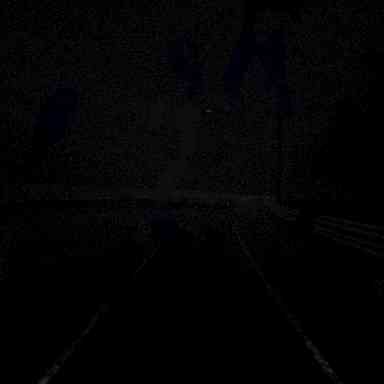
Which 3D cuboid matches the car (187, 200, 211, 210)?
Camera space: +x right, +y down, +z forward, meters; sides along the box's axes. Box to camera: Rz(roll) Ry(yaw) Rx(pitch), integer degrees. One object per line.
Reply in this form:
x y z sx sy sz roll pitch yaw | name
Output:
1.282 1.793 46.660 1.895 1.301 4.718 1 0 18 | car

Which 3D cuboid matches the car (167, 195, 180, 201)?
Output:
-5.275 1.666 94.733 2.097 1.767 4.553 1 0 18 | car

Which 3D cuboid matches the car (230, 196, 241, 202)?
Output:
11.860 1.992 90.857 2.128 1.511 4.902 1 0 18 | car

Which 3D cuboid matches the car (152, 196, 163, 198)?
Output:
-6.815 1.774 78.561 2.033 1.411 5.357 1 0 18 | car

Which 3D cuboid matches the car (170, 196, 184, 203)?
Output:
-3.484 1.787 77.486 1.812 1.442 4.674 1 0 18 | car

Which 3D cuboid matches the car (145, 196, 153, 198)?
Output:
-10.145 1.730 79.635 2.128 1.511 4.902 1 0 18 | car

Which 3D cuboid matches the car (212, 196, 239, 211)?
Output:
4.591 1.573 45.513 2.097 1.767 4.553 1 0 18 | car

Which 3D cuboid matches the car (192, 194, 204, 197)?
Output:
1.370 1.594 92.528 2.150 2.045 5.566 1 0 18 | car

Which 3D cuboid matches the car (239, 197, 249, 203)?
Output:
12.736 1.967 82.171 1.812 1.442 4.674 1 0 18 | car

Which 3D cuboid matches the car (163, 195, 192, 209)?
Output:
-2.053 1.641 47.720 1.882 1.535 5.008 1 0 18 | car

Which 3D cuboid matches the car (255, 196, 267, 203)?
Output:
17.429 2.097 85.322 1.895 1.301 4.718 1 0 18 | car
